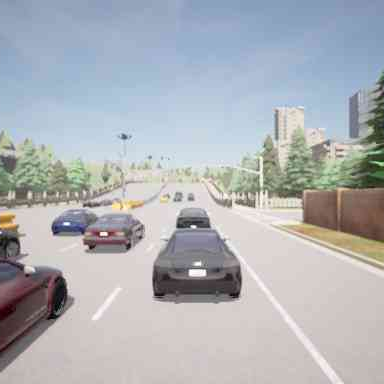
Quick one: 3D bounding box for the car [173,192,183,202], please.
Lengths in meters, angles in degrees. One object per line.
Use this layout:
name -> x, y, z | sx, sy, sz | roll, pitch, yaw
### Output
car -> -3.735, 1.673, 85.882 | 2.097, 1.767, 4.553 | 0, 3, 0

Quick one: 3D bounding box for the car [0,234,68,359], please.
car -> -3.409, 1.608, 4.839 | 1.994, 1.385, 4.181 | 0, 0, 0

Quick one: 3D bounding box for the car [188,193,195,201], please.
car -> -0.257, 1.637, 89.056 | 1.837, 1.490, 4.892 | 0, 4, 0

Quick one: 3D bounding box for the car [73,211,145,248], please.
car -> -3.419, 1.686, 15.370 | 2.033, 1.411, 5.357 | 0, 0, 0

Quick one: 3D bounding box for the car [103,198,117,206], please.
car -> -17.614, 2.151, 68.172 | 2.033, 1.411, 5.357 | 0, -1, 0

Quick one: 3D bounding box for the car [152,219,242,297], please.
car -> 0.092, 1.644, 8.809 | 1.994, 1.385, 4.181 | 0, 0, -1

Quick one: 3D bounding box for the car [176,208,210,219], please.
car -> 0.071, 1.654, 19.603 | 1.882, 1.535, 5.008 | 0, -1, 0

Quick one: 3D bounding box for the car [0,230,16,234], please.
car -> -6.913, 1.581, 9.693 | 2.128, 1.511, 4.902 | 0, 0, 0

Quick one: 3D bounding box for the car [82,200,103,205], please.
car -> -17.658, 2.124, 58.298 | 1.895, 1.301, 4.718 | 0, -1, 0

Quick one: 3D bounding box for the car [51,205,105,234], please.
car -> -6.931, 1.748, 20.391 | 1.994, 1.385, 4.181 | 0, 0, 0

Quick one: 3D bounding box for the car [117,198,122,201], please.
car -> -17.681, 2.103, 78.120 | 1.812, 1.442, 4.674 | 0, 1, 0

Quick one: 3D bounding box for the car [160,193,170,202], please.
car -> -7.235, 1.794, 85.893 | 1.882, 1.535, 5.008 | 0, 3, 0
